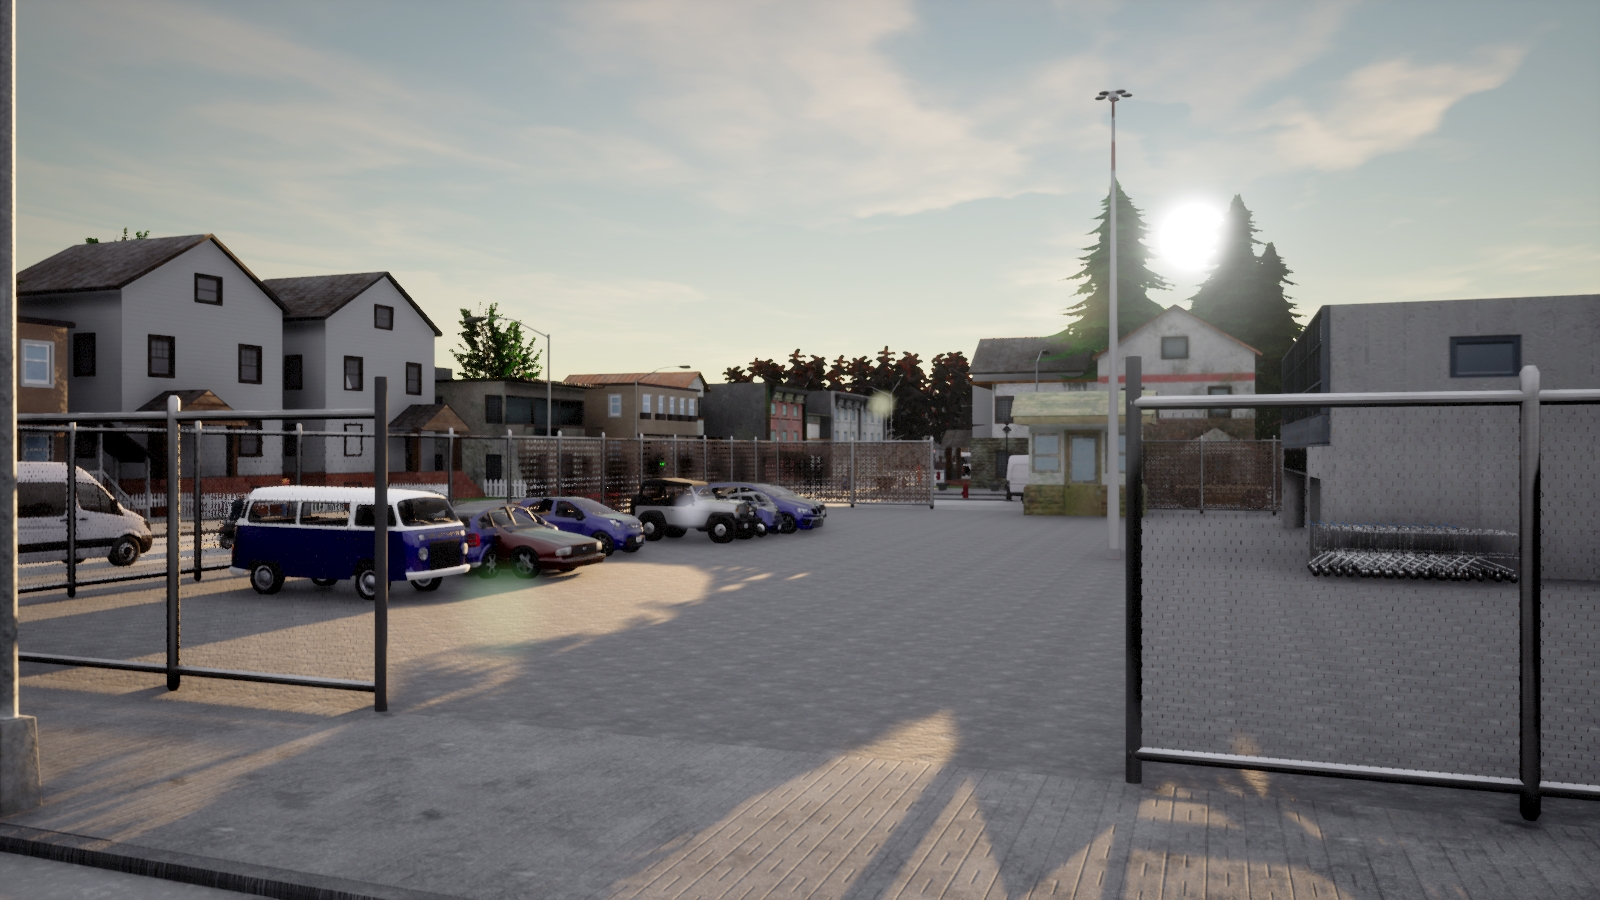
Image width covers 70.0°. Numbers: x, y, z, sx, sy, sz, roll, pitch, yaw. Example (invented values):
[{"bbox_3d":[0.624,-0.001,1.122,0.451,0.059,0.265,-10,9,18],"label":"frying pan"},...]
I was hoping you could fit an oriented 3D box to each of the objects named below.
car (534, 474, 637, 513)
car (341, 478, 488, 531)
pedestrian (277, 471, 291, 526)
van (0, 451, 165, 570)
[{"bbox_3d":[-9.255,1.846,49.839,2.231,1.480,4.892,0,0,20],"label":"car"},{"bbox_3d":[-13.114,1.818,39.238,2.097,1.535,5.006,0,0,20],"label":"car"},{"bbox_3d":[-17.422,1.633,38.569,0.375,1.860,0.375,0,0,-34],"label":"pedestrian"},{"bbox_3d":[-17.853,1.319,26.183,1.988,2.561,5.915,0,0,20],"label":"van"}]
